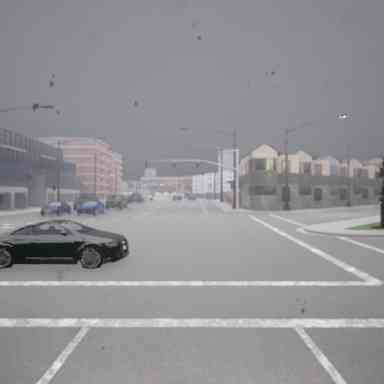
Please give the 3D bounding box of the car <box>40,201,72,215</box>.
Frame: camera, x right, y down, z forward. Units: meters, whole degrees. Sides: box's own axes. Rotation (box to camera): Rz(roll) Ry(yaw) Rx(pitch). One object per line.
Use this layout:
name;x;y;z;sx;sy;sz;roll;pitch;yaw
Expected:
car;-14.121;1.709;34.851;1.812;1.442;4.674;0;0;0

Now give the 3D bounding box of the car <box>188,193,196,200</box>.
car;-0.044;1.116;88.404;2.097;1.767;4.553;0;-1;0

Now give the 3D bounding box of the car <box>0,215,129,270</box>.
car;-4.174;1.598;10.661;4.181;1.385;1.994;0;0;0

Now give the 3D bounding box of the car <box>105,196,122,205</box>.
car;-14.092;1.515;59.946;1.812;1.442;4.674;0;1;0

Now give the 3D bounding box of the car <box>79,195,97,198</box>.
car;-14.117;1.413;44.546;2.150;2.045;5.566;0;1;0

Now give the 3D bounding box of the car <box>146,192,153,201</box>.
car;-10.538;1.029;78.219;2.150;2.045;5.566;0;0;0

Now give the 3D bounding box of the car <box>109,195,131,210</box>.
car;-10.611;1.398;46.731;2.150;2.045;5.566;0;1;0

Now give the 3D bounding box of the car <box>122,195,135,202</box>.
car;-14.036;1.358;73.942;1.994;1.385;4.181;0;0;0

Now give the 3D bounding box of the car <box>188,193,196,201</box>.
car;-0.039;1.400;78.445;1.895;1.301;4.718;0;-1;0

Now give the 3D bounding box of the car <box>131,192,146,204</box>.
car;-10.578;1.160;62.597;2.150;2.045;5.566;0;1;1

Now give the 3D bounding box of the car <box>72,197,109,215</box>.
car;-10.619;1.662;35.284;1.882;1.535;5.008;0;0;0

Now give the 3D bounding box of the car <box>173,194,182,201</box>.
car;-3.538;1.325;77.998;2.128;1.511;4.902;0;-1;0

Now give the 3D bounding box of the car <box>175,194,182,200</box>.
car;-3.544;1.357;88.456;1.895;1.301;4.718;0;-1;0
